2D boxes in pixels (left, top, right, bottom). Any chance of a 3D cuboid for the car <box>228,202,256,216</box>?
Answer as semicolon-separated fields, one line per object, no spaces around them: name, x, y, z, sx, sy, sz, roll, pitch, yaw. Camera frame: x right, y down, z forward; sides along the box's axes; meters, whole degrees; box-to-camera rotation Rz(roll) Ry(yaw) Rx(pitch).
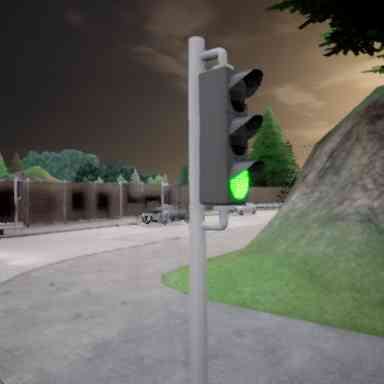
car;5.132;1.685;34.914;1.812;1.442;4.674;-1;0;36

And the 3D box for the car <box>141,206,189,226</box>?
car;-1.898;1.723;25.083;1.994;1.385;4.181;-1;0;36

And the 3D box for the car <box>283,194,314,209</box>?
car;15.772;1.382;48.992;5.566;2.045;2.150;0;-1;-38
